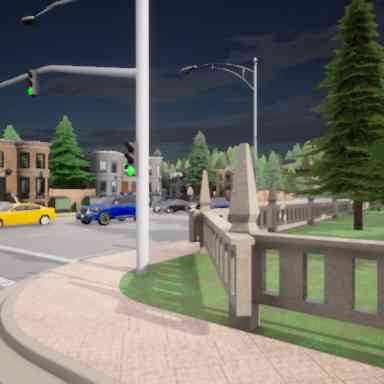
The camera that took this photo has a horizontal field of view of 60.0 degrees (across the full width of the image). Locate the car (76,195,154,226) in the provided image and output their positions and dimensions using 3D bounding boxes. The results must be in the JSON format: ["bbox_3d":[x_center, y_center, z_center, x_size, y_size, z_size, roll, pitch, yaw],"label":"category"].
[{"bbox_3d":[-5.614,1.241,24.121,2.150,2.045,5.566,0,0,35],"label":"car"}]

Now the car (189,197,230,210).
[{"bbox_3d":[2.120,1.370,34.892,2.097,1.767,4.553,0,0,36],"label":"car"}]

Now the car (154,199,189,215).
[{"bbox_3d":[-2.071,1.515,35.066,2.128,1.511,4.902,0,0,36],"label":"car"}]

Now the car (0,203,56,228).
[{"bbox_3d":[-11.519,1.501,21.843,1.882,1.535,5.008,0,0,35],"label":"car"}]

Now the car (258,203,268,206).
[{"bbox_3d":[5.748,1.615,27.854,1.895,1.301,4.718,0,0,35],"label":"car"}]
